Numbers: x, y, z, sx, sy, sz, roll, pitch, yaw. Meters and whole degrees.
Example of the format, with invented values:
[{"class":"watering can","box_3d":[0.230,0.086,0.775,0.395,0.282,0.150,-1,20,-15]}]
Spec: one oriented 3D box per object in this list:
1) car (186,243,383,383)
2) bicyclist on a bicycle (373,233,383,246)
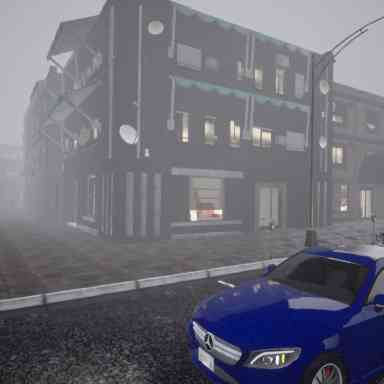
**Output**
[{"class":"car","box_3d":[2.165,1.527,4.716,4.674,1.442,1.812,0,0,-30]},{"class":"bicyclist on a bicycle","box_3d":[5.836,1.456,9.585,0.582,1.620,1.656,0,-1,-32]}]
